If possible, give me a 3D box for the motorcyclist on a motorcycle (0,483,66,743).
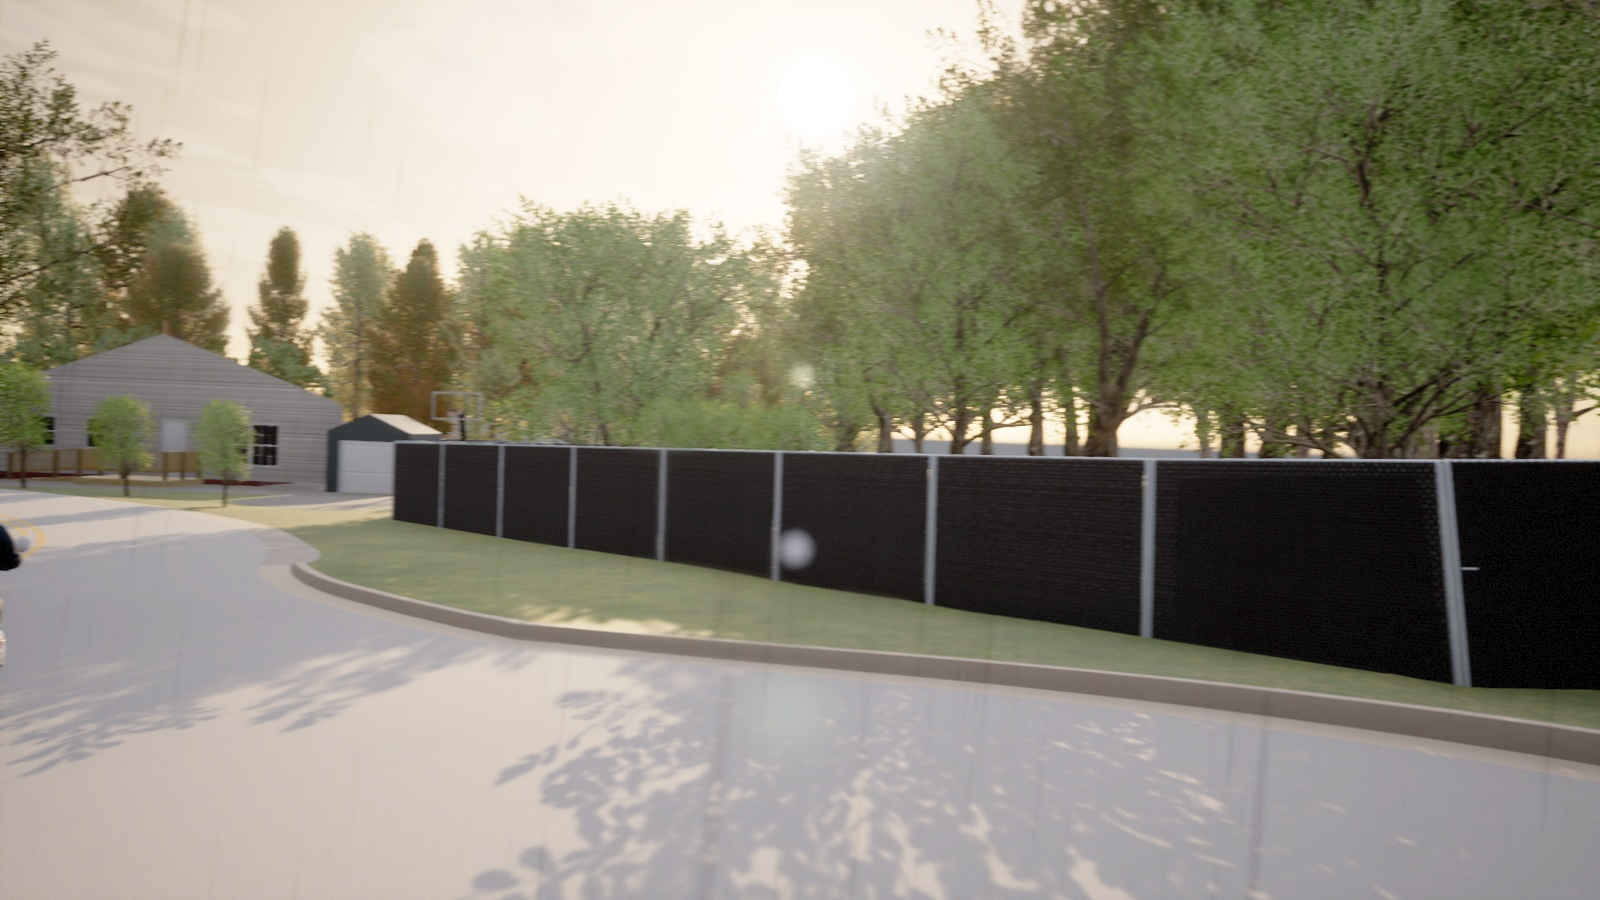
[{"bbox_3d":[-5.595,1.022,8.429,0.866,1.590,1.817,2,-2,-38],"label":"motorcyclist on a motorcycle"}]
